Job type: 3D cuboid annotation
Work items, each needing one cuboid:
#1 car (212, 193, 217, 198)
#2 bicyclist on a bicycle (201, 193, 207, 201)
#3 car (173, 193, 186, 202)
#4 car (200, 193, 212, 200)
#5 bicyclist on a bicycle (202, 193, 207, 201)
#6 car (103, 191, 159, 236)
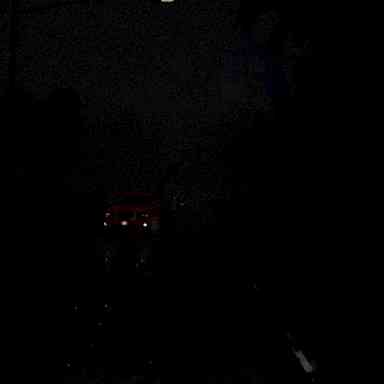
[{"bbox_3d":[5.691,0.979,93.568,2.033,1.411,5.357,2,0,12],"label":"car"},{"bbox_3d":[1.866,1.042,61.132,0.582,1.620,1.656,2,0,5],"label":"bicyclist on a bicycle"},{"bbox_3d":[-2.186,0.988,59.066,1.837,1.490,4.892,2,0,5],"label":"car"},{"bbox_3d":[3.028,0.987,78.653,1.837,1.490,4.892,2,0,9],"label":"car"},{"bbox_3d":[2.692,0.984,69.671,0.866,1.612,1.509,2,0,7],"label":"bicyclist on a bicycle"},{"bbox_3d":[-3.012,1.014,17.644,2.150,2.045,5.566,2,0,0],"label":"car"}]
